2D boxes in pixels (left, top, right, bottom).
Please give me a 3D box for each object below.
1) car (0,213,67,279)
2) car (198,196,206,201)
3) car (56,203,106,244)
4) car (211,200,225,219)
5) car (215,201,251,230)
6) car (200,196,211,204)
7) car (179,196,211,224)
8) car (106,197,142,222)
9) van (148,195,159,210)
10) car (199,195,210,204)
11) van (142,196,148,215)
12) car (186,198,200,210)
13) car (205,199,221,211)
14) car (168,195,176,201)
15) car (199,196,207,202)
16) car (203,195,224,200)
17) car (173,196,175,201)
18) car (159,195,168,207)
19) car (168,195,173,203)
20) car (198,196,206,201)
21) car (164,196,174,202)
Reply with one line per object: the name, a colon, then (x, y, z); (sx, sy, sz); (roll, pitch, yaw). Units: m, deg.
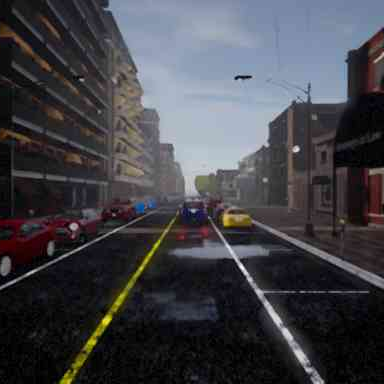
car: (-5.688, 1.559, 10.146); (1.887, 1.381, 4.507); (0, 0, 0)
car: (2.697, 1.791, 93.232); (2.008, 1.369, 4.403); (0, 0, 0)
car: (-5.687, 1.463, 15.684); (1.967, 1.590, 4.097); (0, 0, 0)
car: (2.693, 1.594, 26.763); (2.008, 1.369, 4.403); (0, 0, 0)
car: (2.693, 1.558, 21.394); (1.752, 1.417, 4.829); (0, 0, 0)
car: (2.696, 1.582, 65.538); (1.967, 1.590, 4.097); (0, 0, 0)
car: (0.102, 1.391, 25.289); (2.097, 1.767, 4.553); (0, 0, 0)
car: (-5.686, 1.358, 26.764); (2.192, 1.841, 5.009); (0, 0, 0)
van: (-5.686, 1.421, 43.381); (1.690, 1.788, 3.998); (0, 0, 0)
car: (2.696, 1.473, 71.079); (2.192, 1.841, 5.009); (0, 0, 0)
van: (-5.686, 1.395, 32.304); (1.690, 1.788, 3.998); (0, 0, 0)
car: (0.103, 1.564, 45.804); (1.882, 1.535, 5.008); (0, 0, 0)
car: (2.695, 1.606, 43.550); (1.752, 1.417, 4.829); (0, 0, 0)
car: (-5.684, 1.680, 93.233); (1.967, 1.590, 4.097); (0, 0, 0)
car: (2.696, 1.777, 82.154); (1.802, 1.307, 4.206); (0, 0, 0)
car: (2.695, 1.382, 37.841); (2.192, 1.841, 5.009); (0, 0, 0)
car: (-5.684, 1.726, 76.617); (2.008, 1.369, 4.403); (0, 0, 0)
car: (-5.685, 1.425, 54.460); (2.192, 1.841, 5.009); (0, 0, 0)
car: (-5.684, 1.724, 71.079); (1.947, 1.339, 4.313); (0, 0, 0)
car: (2.696, 1.783, 87.694); (1.947, 1.339, 4.313); (0, 0, 0)
car: (-5.684, 1.745, 82.155); (2.008, 1.369, 4.403); (0, 0, 0)
